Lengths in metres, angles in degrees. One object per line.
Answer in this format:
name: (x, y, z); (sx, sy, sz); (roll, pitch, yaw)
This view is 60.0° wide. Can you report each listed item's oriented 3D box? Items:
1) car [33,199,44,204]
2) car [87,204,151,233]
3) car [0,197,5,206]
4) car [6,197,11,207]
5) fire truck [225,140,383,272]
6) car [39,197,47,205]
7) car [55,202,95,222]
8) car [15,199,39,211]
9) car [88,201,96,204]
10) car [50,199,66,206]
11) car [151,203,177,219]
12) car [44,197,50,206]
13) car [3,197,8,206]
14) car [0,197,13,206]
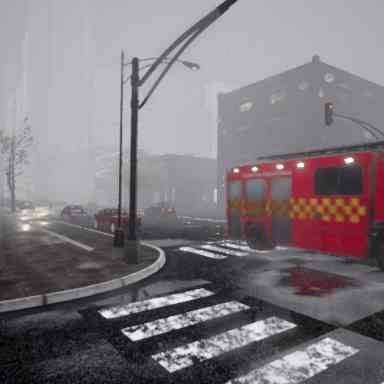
car: (-38.990, 2.399, 84.414); (1.752, 1.417, 4.829); (1, -1, -35)
car: (-4.517, 1.613, 20.035); (1.887, 1.381, 4.507); (1, -1, -35)
car: (-36.283, 2.129, 65.867); (1.947, 1.339, 4.313); (1, -1, -35)
car: (-30.139, 2.010, 57.034); (1.887, 1.381, 4.507); (1, -1, -35)
fire truck: (4.913, 0.344, 11.415); (2.891, 3.827, 8.468); (0, -1, -35)
car: (-35.729, 2.136, 79.736); (2.192, 1.841, 5.009); (1, -1, -35)
car: (-9.663, 1.727, 27.421); (1.802, 1.307, 4.206); (1, -1, -35)
car: (-23.761, 1.889, 47.784); (1.752, 1.417, 4.829); (1, -1, -35)
car: (-15.856, 2.035, 51.323); (1.752, 1.417, 4.829); (1, -1, -35)
car: (-26.243, 2.110, 66.114); (1.967, 1.590, 4.097); (1, -1, -35)
car: (-3.202, 1.758, 33.262); (1.967, 1.590, 4.097); (1, -1, -35)
car: (-29.406, 2.302, 70.653); (1.802, 1.307, 4.206); (1, -1, -35)
car: (-33.120, 2.078, 61.327); (1.947, 1.339, 4.313); (1, -1, -35)
car: (-39.444, 1.928, 70.410); (2.192, 1.841, 5.009); (1, -1, -35)
